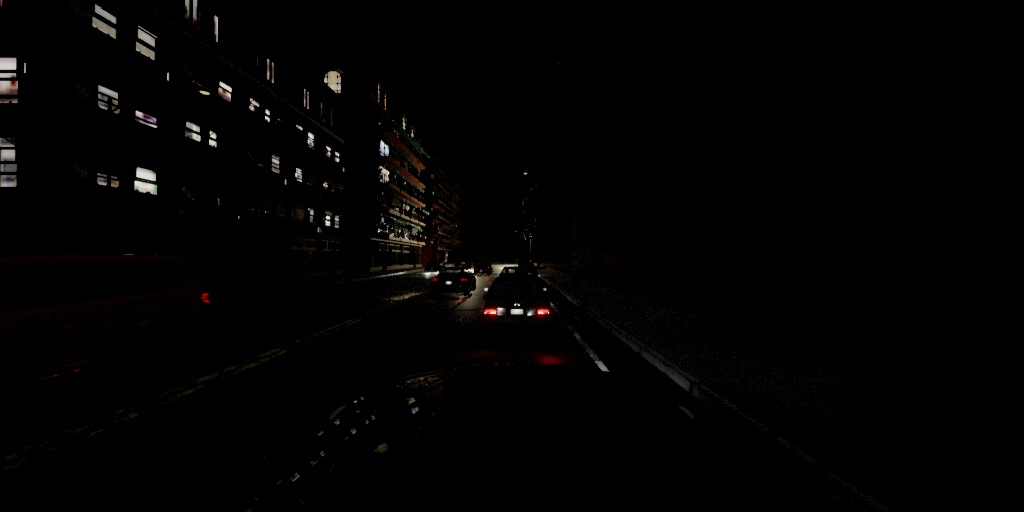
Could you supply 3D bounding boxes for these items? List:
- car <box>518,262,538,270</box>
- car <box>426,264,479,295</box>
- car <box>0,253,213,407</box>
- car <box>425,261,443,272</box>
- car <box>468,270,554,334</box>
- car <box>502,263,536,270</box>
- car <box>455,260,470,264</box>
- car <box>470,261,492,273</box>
[{"bbox_3d":[1.155,1.259,30.702,1.837,1.490,4.892,0,0,0],"label":"car"},{"bbox_3d":[-3.140,1.317,19.782,1.994,1.385,4.181,0,0,0],"label":"car"},{"bbox_3d":[-6.599,0.972,4.284,2.150,2.045,5.566,0,0,0],"label":"car"},{"bbox_3d":[-9.822,1.317,46.073,1.994,1.385,4.181,0,0,0],"label":"car"},{"bbox_3d":[0.107,1.299,10.573,2.033,1.411,5.357,0,0,0],"label":"car"},{"bbox_3d":[0.111,1.301,20.934,2.033,1.411,5.357,0,0,0],"label":"car"},{"bbox_3d":[-6.571,1.245,48.119,2.128,1.511,4.902,0,0,0],"label":"car"},{"bbox_3d":[-3.126,1.279,38.619,1.812,1.442,4.674,0,0,0],"label":"car"}]
